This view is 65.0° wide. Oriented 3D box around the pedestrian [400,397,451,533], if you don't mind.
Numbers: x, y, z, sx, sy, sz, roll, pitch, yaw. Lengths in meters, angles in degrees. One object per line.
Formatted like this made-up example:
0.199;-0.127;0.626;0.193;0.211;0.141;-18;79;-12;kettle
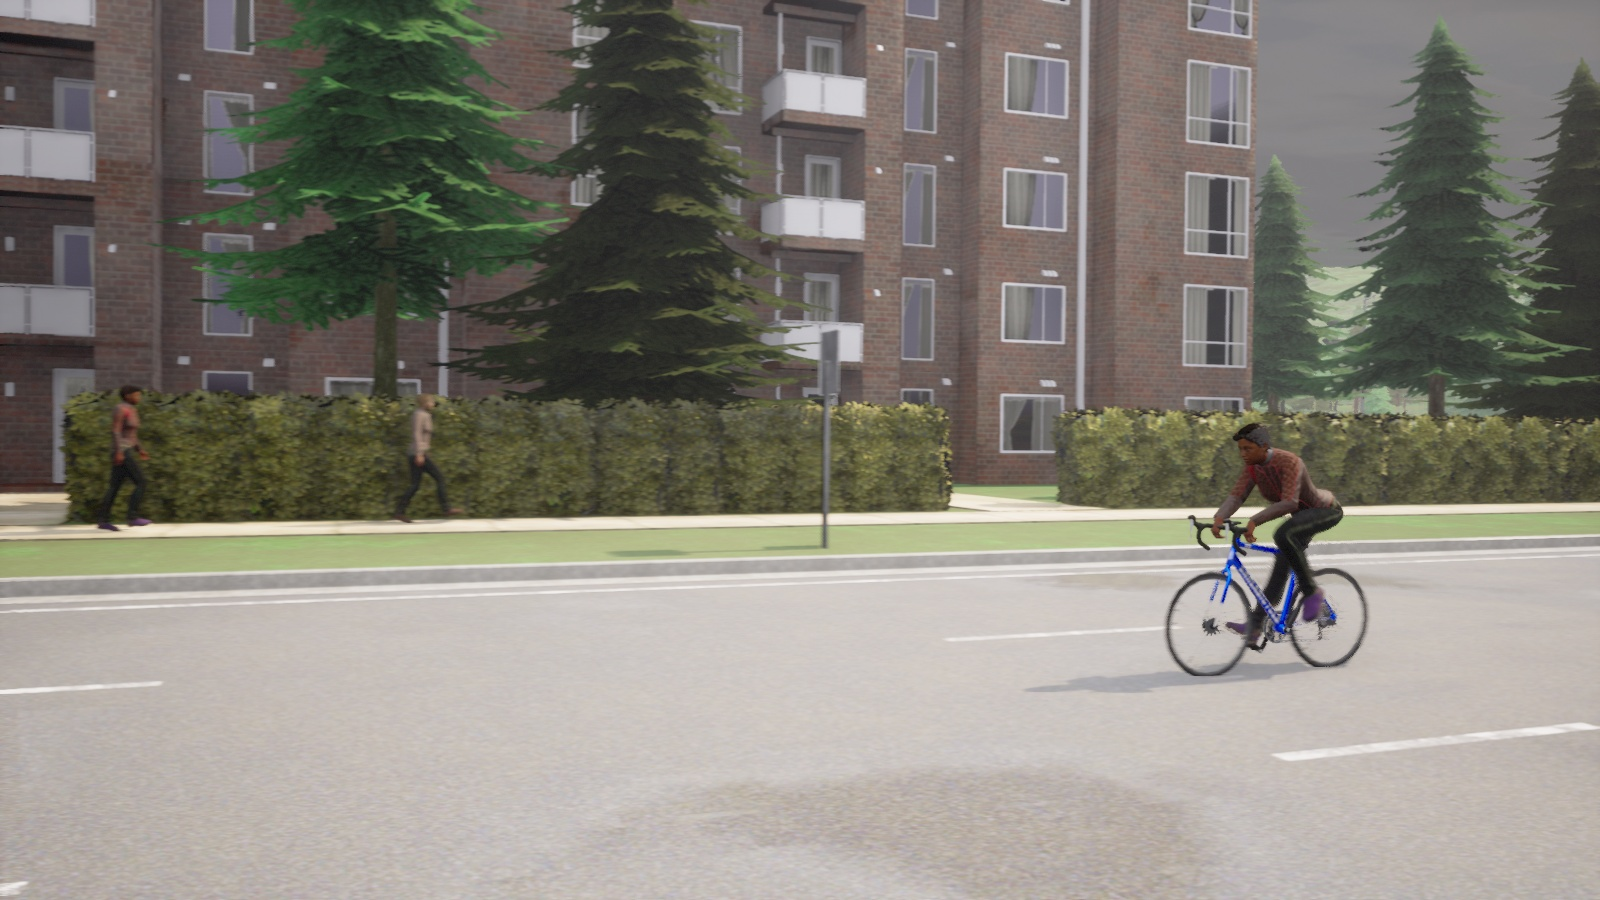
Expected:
-5.181;0.200;17.371;0.634;1.846;0.331;-1;1;-20;pedestrian

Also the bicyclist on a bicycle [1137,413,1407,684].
3.068;0.585;8.147;1.656;1.620;0.582;-1;1;-21;bicyclist on a bicycle

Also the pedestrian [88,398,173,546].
-8.314;0.263;15.615;0.869;1.805;0.328;-1;1;-21;pedestrian
